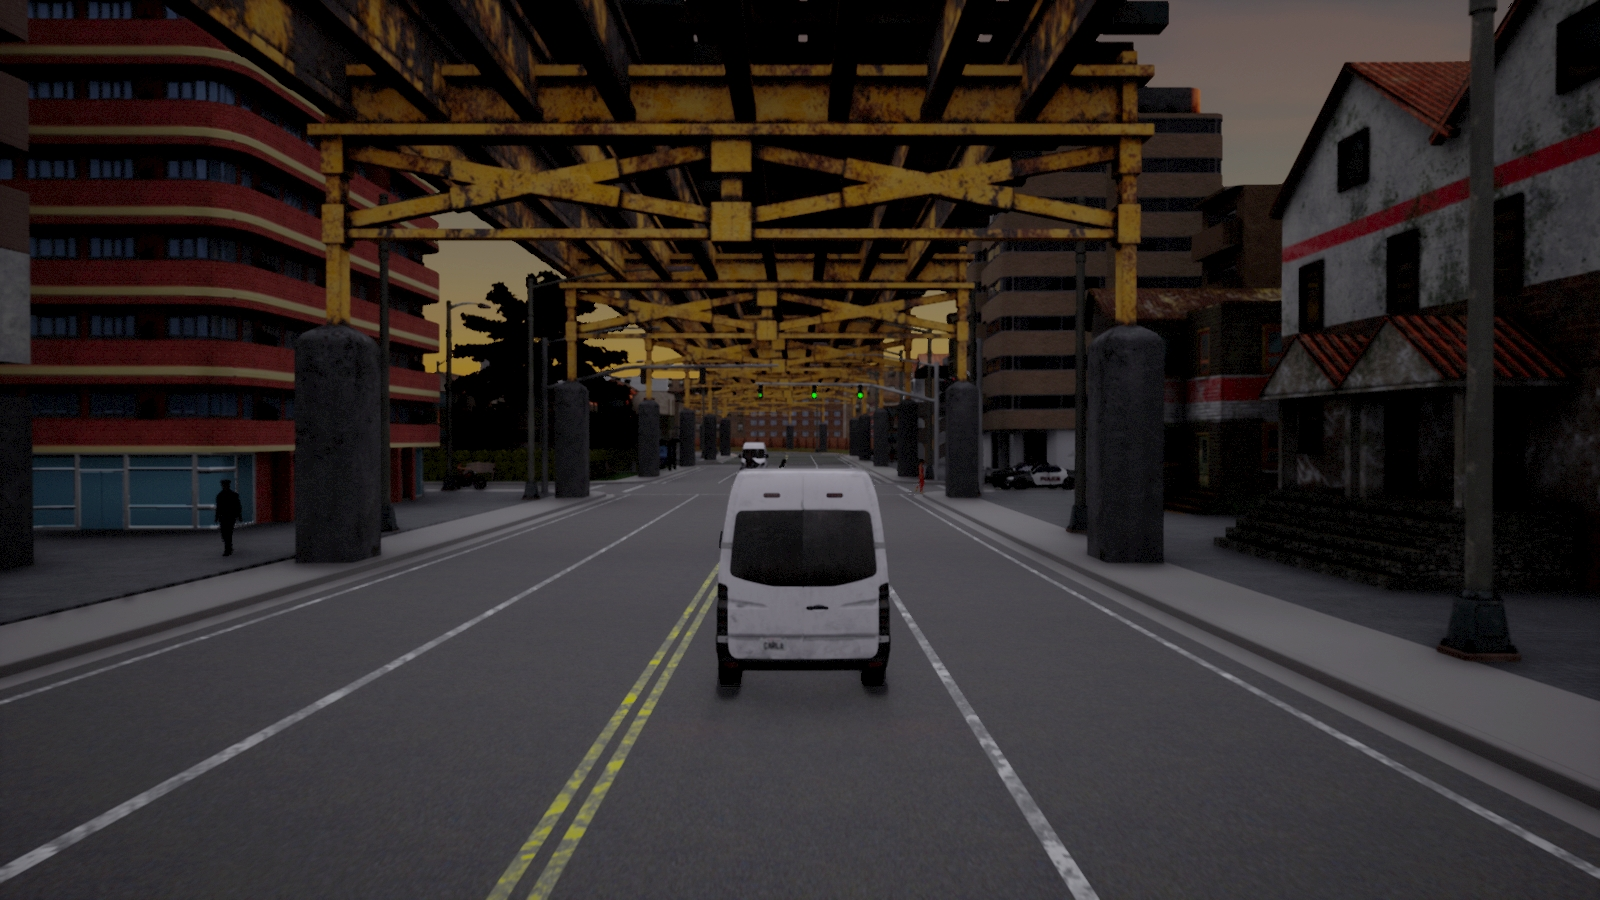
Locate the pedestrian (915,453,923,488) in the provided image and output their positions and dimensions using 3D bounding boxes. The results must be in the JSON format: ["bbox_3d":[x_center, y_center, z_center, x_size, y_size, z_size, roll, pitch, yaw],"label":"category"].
[{"bbox_3d":[6.222,1.067,59.846,0.375,1.860,0.375,0,1,0],"label":"pedestrian"}]

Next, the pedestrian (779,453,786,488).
[{"bbox_3d":[-0.914,1.066,59.921,0.375,1.860,0.375,0,1,-3],"label":"pedestrian"}]

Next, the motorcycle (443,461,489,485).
[{"bbox_3d":[-18.874,1.301,64.535,2.356,1.332,0.764,0,1,0],"label":"motorcycle"}]

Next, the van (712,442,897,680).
[{"bbox_3d":[0.009,1.204,15.280,1.988,2.561,5.915,0,0,-1],"label":"van"}]

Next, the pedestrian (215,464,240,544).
[{"bbox_3d":[-13.455,1.270,26.850,0.375,1.860,0.375,0,1,0],"label":"pedestrian"}]
